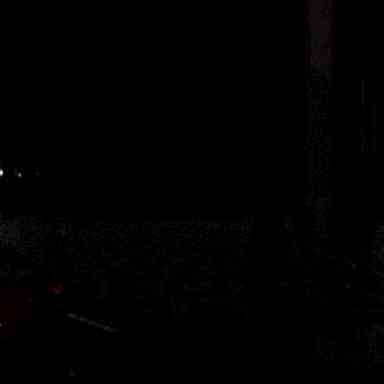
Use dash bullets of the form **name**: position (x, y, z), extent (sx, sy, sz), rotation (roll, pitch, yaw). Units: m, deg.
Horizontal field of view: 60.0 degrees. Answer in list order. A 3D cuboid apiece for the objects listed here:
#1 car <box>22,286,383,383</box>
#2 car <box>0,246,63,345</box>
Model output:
- **car**: position (0.778, 1.582, 2.408), extent (4.206, 1.307, 1.802), rotation (0, 0, 35)
- **car**: position (-3.845, 1.583, 5.705), extent (4.206, 1.307, 1.802), rotation (0, 0, 35)
